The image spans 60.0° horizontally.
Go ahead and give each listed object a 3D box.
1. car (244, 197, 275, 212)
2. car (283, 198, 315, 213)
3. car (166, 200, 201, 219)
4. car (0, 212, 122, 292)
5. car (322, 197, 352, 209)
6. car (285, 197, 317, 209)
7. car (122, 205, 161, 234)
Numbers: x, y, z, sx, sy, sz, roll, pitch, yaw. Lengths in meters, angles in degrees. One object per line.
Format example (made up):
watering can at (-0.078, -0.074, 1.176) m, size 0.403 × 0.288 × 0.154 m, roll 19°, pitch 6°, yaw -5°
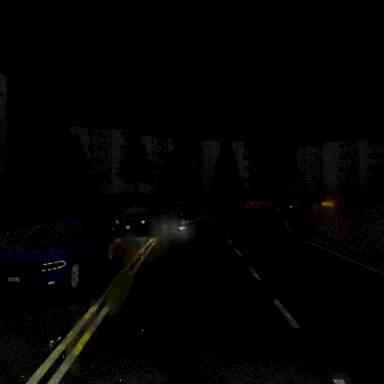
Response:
car at (7.833, 1.328, 38.160) m, size 2.097 × 1.767 × 4.553 m, roll 0°, pitch 0°, yaw 36°
car at (11.805, 1.536, 37.098) m, size 1.994 × 1.385 × 4.181 m, roll 0°, pitch 0°, yaw 38°
car at (-0.633, 1.492, 29.054) m, size 1.837 × 1.490 × 4.892 m, roll 0°, pitch 0°, yaw 21°
car at (-3.526, 1.477, 9.152) m, size 1.882 × 1.535 × 5.008 m, roll 0°, pitch 0°, yaw 1°
car at (19.709, 1.440, 45.176) m, size 5.008 × 1.535 × 1.882 m, roll 0°, pitch 0°, yaw -34°
car at (15.159, 1.491, 46.036) m, size 4.674 × 1.442 × 1.812 m, roll 0°, pitch 0°, yaw -37°
car at (-2.981, 1.520, 19.164) m, size 1.812 × 1.442 × 4.674 m, roll 0°, pitch 0°, yaw 7°
